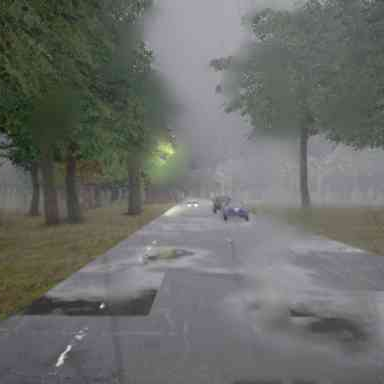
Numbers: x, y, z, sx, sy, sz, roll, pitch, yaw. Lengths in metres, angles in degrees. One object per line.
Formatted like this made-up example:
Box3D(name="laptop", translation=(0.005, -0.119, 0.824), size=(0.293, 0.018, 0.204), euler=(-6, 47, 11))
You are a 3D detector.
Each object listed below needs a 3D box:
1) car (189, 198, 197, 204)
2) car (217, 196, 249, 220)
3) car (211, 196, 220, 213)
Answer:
Box3D(name="car", translation=(0.182, 2.165, 78.294), size=(1.895, 1.301, 4.718), euler=(0, -1, 0))
Box3D(name="car", translation=(3.640, 1.498, 29.295), size=(2.097, 1.767, 4.553), euler=(0, 0, 0))
Box3D(name="car", translation=(3.604, 1.461, 40.402), size=(2.150, 2.045, 5.566), euler=(0, 0, 0))
